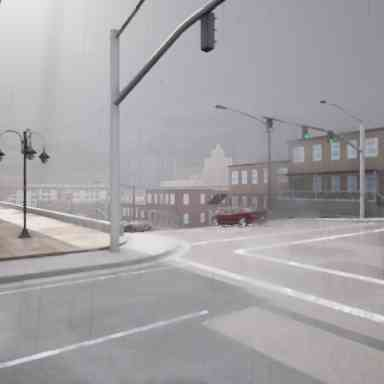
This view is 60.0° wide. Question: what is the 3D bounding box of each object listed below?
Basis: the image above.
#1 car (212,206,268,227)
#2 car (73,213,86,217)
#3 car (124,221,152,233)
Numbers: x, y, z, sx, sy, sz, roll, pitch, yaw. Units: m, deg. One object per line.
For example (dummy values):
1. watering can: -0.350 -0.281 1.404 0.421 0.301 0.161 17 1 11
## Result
1. car: 3.598 1.916 25.866 1.882 1.535 5.008 0 -4 -36
2. car: -20.048 4.500 58.232 1.882 1.535 5.008 0 -2 -36
3. car: -5.623 3.529 32.389 1.812 1.442 4.674 0 -12 -36
